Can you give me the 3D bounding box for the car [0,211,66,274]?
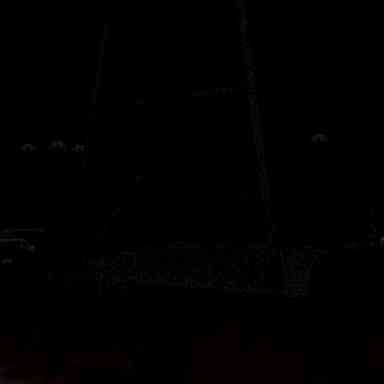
[{"bbox_3d":[-5.701,1.645,11.550,1.905,1.878,3.866,-1,-1,-8],"label":"car"}]
